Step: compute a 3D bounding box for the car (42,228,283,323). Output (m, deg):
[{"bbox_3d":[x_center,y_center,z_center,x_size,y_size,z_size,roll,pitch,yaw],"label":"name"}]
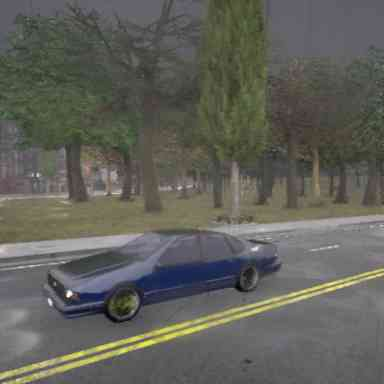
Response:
[{"bbox_3d":[-0.316,1.549,7.392,5.357,1.411,2.033,0,0,-35],"label":"car"}]
